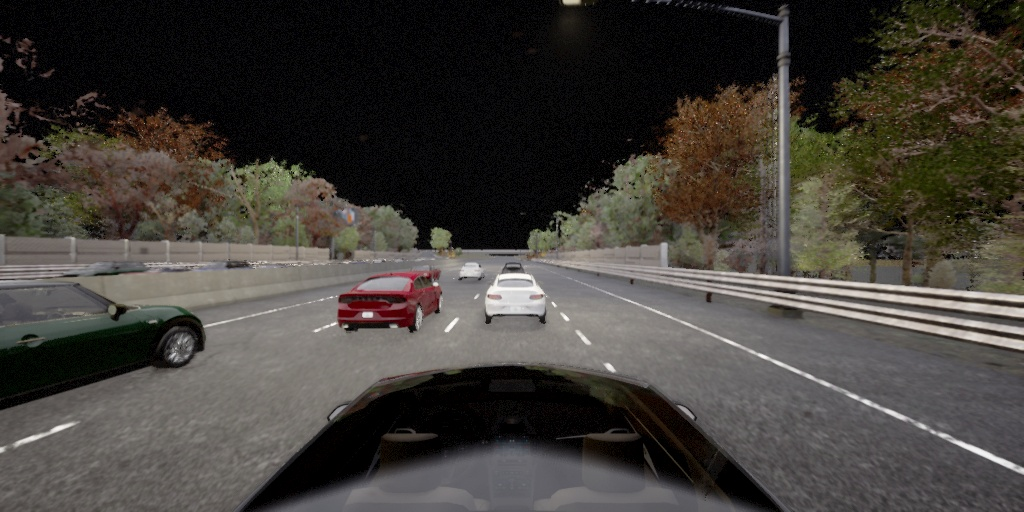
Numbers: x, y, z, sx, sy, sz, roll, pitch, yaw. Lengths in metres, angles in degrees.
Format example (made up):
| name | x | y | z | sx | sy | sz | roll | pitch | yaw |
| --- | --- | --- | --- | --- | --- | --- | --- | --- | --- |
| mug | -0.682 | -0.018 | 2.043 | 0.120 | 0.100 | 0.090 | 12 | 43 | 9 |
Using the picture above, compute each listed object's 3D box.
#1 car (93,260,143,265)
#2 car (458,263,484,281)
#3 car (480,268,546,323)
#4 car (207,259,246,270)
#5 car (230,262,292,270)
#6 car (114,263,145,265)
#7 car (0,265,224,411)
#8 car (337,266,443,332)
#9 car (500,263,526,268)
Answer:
| name | x | y | z | sx | sy | sz | roll | pitch | yaw |
| --- | --- | --- | --- | --- | --- | --- | --- | --- | --- |
| car | -28.099 | 1.127 | 25.062 | 2.097 | 1.767 | 4.553 | 0 | 0 | 0 |
| car | -3.418 | 1.313 | 30.925 | 1.812 | 1.442 | 4.674 | 0 | 0 | 0 |
| car | 0.098 | 1.286 | 12.112 | 1.812 | 1.442 | 4.674 | 0 | 0 | 0 |
| car | -21.100 | 1.130 | 26.035 | 2.097 | 1.767 | 4.553 | 0 | 0 | 0 |
| car | -17.603 | 1.326 | 26.539 | 2.033 | 1.411 | 5.357 | 0 | 0 | 0 |
| car | -24.602 | 1.377 | 25.368 | 1.895 | 1.301 | 4.718 | 0 | 0 | 0 |
| car | -6.901 | 1.104 | 4.949 | 2.097 | 1.767 | 4.553 | 0 | 0 | 0 |
| car | -3.400 | 1.236 | 10.922 | 1.882 | 1.535 | 5.008 | 0 | 0 | 0 |
| car | 0.096 | 1.291 | 29.851 | 1.837 | 1.490 | 4.892 | 0 | 0 | 0 |
